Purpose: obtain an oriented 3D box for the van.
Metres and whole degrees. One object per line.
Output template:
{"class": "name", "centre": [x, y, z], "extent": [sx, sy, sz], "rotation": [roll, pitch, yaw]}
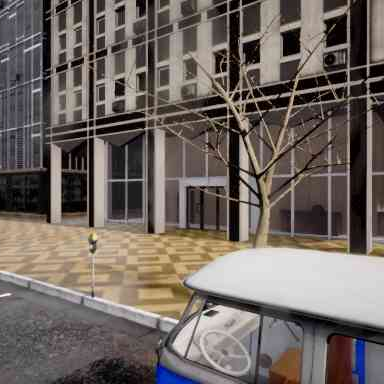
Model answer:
{"class": "van", "centre": [1.560, 1.341, 1.758], "extent": [3.998, 1.788, 1.690], "rotation": [0, 0, 36]}
